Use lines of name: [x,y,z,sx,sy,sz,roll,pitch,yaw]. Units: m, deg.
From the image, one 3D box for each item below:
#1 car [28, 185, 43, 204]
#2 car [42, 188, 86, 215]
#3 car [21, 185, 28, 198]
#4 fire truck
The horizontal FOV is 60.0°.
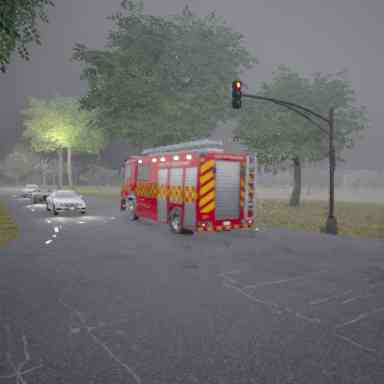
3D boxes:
car: [-13.147,0.300,29.693,1.994,1.385,4.181,0,2,-31]
car: [-8.363,0.615,21.864,1.812,1.442,4.674,0,2,-31]
car: [-18.749,-0.139,38.841,1.812,1.442,4.674,0,2,-31]
fire truck: [-0.735,-0.229,16.330,2.891,3.827,8.468,0,2,-32]
